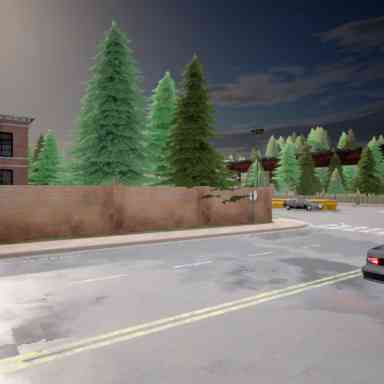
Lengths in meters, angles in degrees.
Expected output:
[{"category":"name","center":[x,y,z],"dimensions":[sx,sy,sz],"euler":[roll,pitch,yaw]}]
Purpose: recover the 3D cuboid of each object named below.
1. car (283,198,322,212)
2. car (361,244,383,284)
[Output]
[{"category":"car","center":[13.198,1.492,39.832],"dimensions":[2.128,1.511,4.902],"euler":[0,0,-35]},{"category":"car","center":[6.347,1.547,8.253],"dimensions":[5.357,1.411,2.033],"euler":[0,0,-35]}]
